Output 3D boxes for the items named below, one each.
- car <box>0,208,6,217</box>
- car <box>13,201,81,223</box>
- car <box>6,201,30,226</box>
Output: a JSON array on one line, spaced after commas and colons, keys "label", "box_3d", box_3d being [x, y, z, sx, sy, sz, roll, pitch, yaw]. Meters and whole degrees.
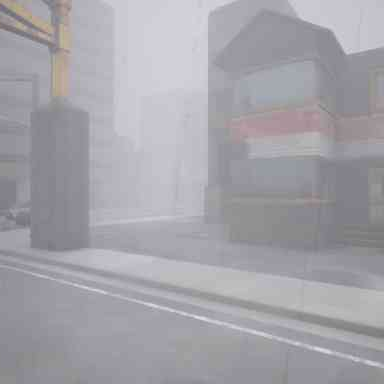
[{"label": "car", "box_3d": [-12.899, 1.295, 25.453, 4.536, 1.218, 1.853, 0, 0, -30]}, {"label": "car", "box_3d": [-9.728, 1.295, 22.803, 1.853, 1.218, 4.536, 0, 0, 15]}, {"label": "car", "box_3d": [-9.742, 1.453, 22.753, 2.038, 1.542, 4.974, 0, 0, 15]}]
